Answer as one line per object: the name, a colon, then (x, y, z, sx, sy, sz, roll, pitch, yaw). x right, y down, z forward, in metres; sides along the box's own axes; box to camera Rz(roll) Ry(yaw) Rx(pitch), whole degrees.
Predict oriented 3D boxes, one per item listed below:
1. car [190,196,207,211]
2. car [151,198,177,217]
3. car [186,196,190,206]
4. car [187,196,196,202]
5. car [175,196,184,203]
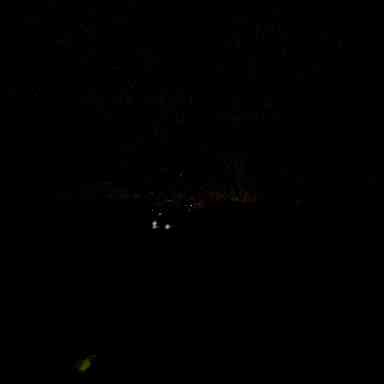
car: (0.951, 1.537, 41.567, 1.801, 1.575, 5.366, 0, 0, 0)
car: (-2.858, 1.598, 32.394, 2.033, 1.411, 5.357, 0, 0, 0)
car: (-0.016, 1.668, 59.363, 1.812, 1.442, 4.674, 0, 0, 0)
car: (-0.022, 1.638, 76.074, 1.994, 1.385, 4.181, 0, 0, 0)
car: (-2.771, 1.570, 73.278, 1.812, 1.442, 4.674, 0, 0, 0)
